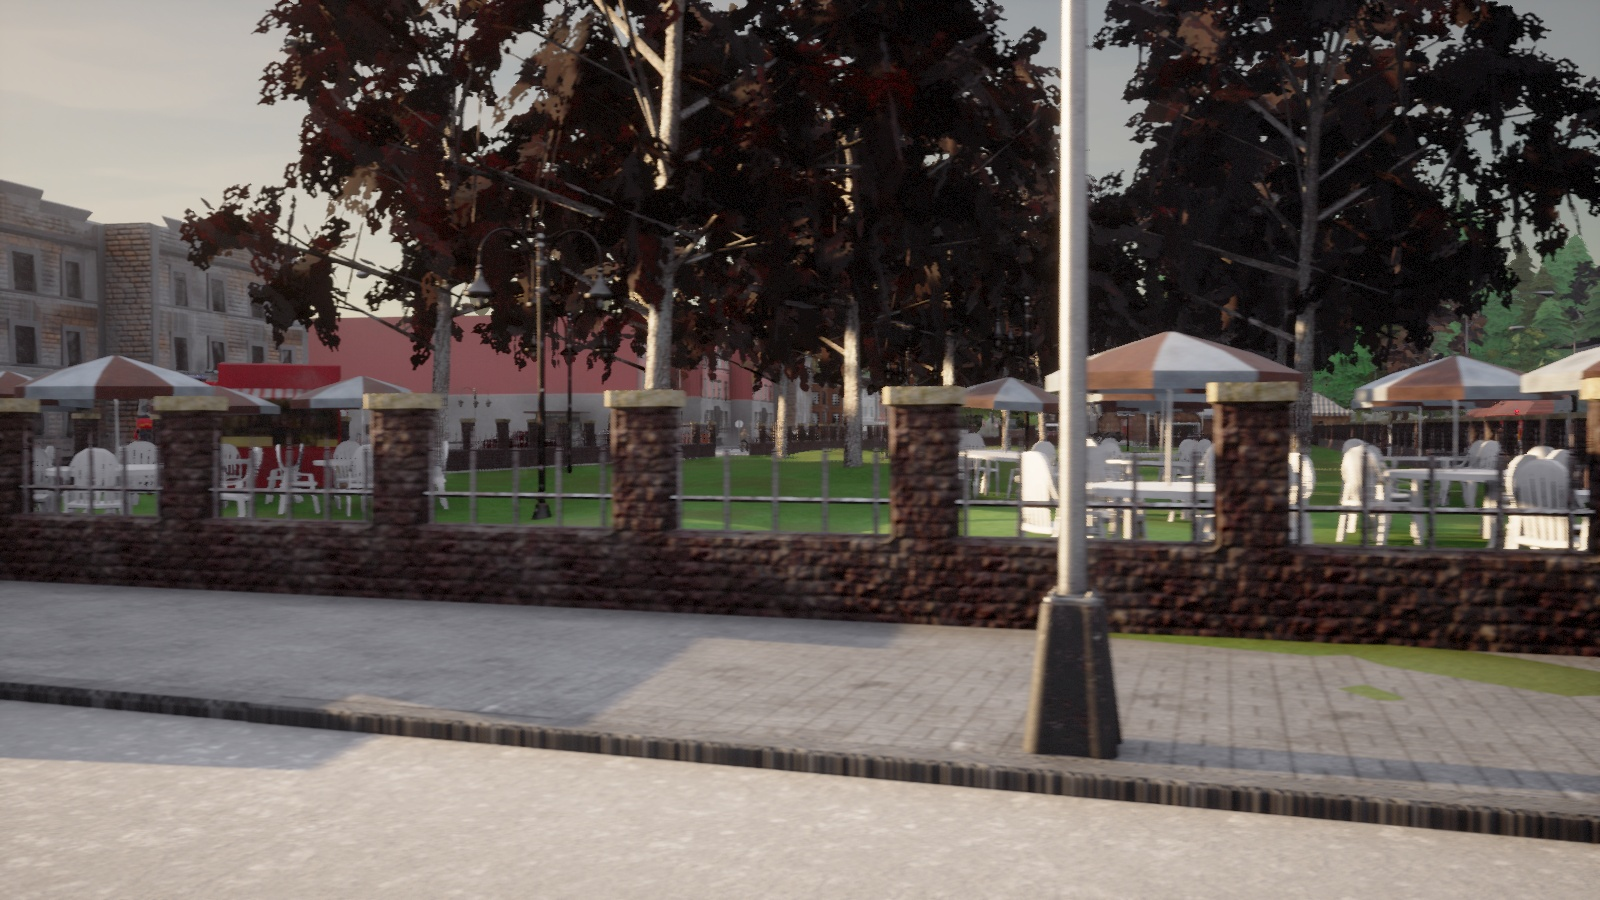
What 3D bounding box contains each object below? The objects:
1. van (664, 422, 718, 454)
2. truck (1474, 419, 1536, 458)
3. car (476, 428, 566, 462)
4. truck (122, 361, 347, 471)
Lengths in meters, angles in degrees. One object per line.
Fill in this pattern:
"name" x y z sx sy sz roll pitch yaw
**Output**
"van" -6.821 -0.773 79.163 1.775 1.987 4.442 1 1 19
"truck" 46.462 -0.782 82.925 2.627 2.467 5.204 1 1 19
"car" -13.267 -0.266 60.007 1.882 1.535 5.008 1 1 18
"truck" -21.408 -1.258 48.264 2.891 3.827 8.468 1 1 19
